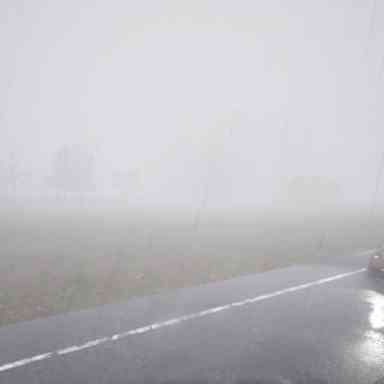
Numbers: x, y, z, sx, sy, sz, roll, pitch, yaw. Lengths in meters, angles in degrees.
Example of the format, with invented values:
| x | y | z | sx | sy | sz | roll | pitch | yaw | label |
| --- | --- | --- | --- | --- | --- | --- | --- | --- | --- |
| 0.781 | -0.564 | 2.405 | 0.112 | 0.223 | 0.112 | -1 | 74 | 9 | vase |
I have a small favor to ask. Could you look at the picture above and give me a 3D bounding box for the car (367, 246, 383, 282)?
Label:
| x | y | z | sx | sy | sz | roll | pitch | yaw | label |
| --- | --- | --- | --- | --- | --- | --- | --- | --- | --- |
| 6.255 | 1.560 | 8.382 | 4.181 | 1.385 | 1.994 | 0 | 0 | -36 | car |
